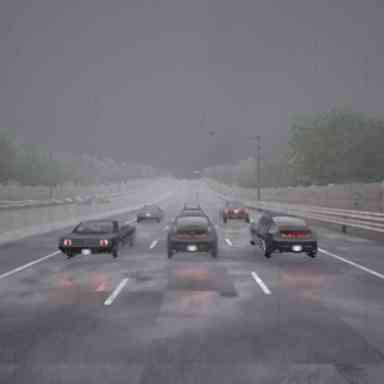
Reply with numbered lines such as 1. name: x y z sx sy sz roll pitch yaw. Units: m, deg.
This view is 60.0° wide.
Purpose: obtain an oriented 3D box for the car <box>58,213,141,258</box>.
1. car: -3.476 1.717 13.243 1.895 1.301 4.718 0 0 1

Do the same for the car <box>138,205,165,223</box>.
1. car: -3.466 1.807 28.471 1.994 1.385 4.181 0 0 0

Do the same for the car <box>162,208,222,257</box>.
1. car: 0.027 1.625 13.524 1.837 1.490 4.892 0 0 0

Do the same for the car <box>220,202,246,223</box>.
1. car: 3.529 1.593 28.411 2.097 1.767 4.553 0 -1 0

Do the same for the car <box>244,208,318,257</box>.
1. car: 3.528 1.625 13.512 1.837 1.490 4.892 0 0 1

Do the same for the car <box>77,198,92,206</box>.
1. car: -20.989 1.935 65.234 1.837 1.490 4.892 0 0 0

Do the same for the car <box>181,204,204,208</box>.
1. car: 0.029 1.736 28.531 2.128 1.511 4.902 0 0 0

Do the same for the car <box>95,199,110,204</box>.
1. car: -17.491 2.033 65.232 1.895 1.301 4.718 0 0 0

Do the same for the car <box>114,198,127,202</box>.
1. car: -13.997 1.941 65.269 2.128 1.511 4.902 0 0 0
